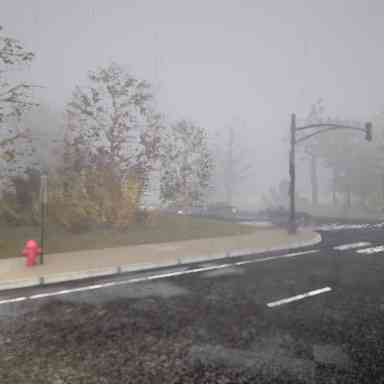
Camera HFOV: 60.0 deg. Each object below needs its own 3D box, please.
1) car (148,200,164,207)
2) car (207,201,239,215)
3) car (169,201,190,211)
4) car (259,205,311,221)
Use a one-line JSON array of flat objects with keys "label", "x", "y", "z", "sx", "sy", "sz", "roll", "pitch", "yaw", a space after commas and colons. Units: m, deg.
[{"label": "car", "x": -7.319, "y": 2.260, "z": 67.009, "sx": 1.895, "sy": 1.301, "sz": 4.718, "roll": 1, "pitch": -1, "yaw": -26}, {"label": "car", "x": 3.457, "y": 1.811, "z": 37.754, "sx": 2.128, "sy": 1.511, "sz": 4.902, "roll": 1, "pitch": -1, "yaw": -26}, {"label": "car", "x": -1.849, "y": 2.005, "z": 48.421, "sx": 1.994, "sy": 1.385, "sz": 4.181, "roll": 1, "pitch": -1, "yaw": -27}, {"label": "car", "x": 7.938, "y": 1.813, "z": 28.780, "sx": 1.895, "sy": 1.301, "sz": 4.718, "roll": 1, "pitch": -1, "yaw": -27}]
